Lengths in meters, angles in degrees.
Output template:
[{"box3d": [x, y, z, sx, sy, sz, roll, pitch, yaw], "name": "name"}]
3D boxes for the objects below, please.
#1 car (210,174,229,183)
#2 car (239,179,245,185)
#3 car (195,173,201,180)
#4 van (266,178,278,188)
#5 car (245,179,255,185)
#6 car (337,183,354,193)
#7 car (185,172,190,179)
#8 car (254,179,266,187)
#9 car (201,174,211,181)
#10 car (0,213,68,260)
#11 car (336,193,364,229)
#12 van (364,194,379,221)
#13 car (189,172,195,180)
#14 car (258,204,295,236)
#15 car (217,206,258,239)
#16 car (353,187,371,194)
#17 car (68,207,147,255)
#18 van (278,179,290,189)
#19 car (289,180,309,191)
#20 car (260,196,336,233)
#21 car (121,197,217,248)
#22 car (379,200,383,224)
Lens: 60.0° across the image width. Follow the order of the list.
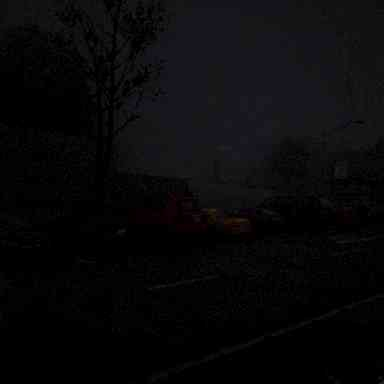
[{"box3d": [7.392, -3.176, 83.599, 1.946, 1.575, 5.366, 7, 3, 34], "name": "car"}, {"box3d": [12.462, -2.317, 76.065, 2.002, 1.452, 4.674, 7, 3, 35], "name": "car"}, {"box3d": [3.769, -3.850, 88.342, 2.185, 1.767, 4.553, 6, 3, 34], "name": "car"}, {"box3d": [17.574, -1.764, 68.527, 1.878, 1.987, 4.442, 7, 4, 35], "name": "van"}, {"box3d": [14.192, -2.043, 73.595, 2.002, 1.452, 4.674, 7, 4, 35], "name": "car"}, {"box3d": [26.216, -0.426, 56.267, 2.435, 2.045, 5.566, 7, 3, 35], "name": "car"}, {"box3d": [0.290, -4.362, 93.176, 2.435, 2.045, 5.566, 1, -1, 35], "name": "car"}, {"box3d": [16.013, -1.812, 71.266, 1.946, 1.575, 5.366, 7, 3, 35], "name": "car"}, {"box3d": [5.551, -3.698, 85.867, 2.435, 2.045, 5.566, 7, 4, 34], "name": "car"}, {"box3d": [-6.874, 1.493, 11.628, 4.892, 1.521, 2.231, -1, -1, 35], "name": "car"}, {"box3d": [7.907, 1.267, 21.967, 5.566, 2.045, 2.435, -1, -1, 35], "name": "car"}, {"box3d": [10.453, 1.297, 23.625, 4.442, 1.987, 1.878, -1, -1, 35], "name": "van"}, {"box3d": [2.051, -4.085, 90.820, 2.185, 1.767, 4.553, 4, 1, 34], "name": "car"}, {"box3d": [2.950, 1.549, 18.528, 4.674, 1.452, 2.002, -1, -1, 35], "name": "car"}, {"box3d": [0.336, 1.503, 16.913, 5.366, 1.575, 1.946, -1, -1, 35], "name": "car"}, {"box3d": [27.895, 0.137, 53.787, 2.002, 1.452, 4.674, 7, 3, 35], "name": "car"}, {"box3d": [-4.446, 1.524, 13.363, 4.792, 1.488, 2.163, -1, -1, 35], "name": "car"}, {"box3d": [19.292, -1.490, 66.048, 1.878, 1.987, 4.442, 7, 4, 35], "name": "van"}, {"box3d": [21.040, -0.992, 63.677, 2.231, 1.521, 4.892, 7, 3, 35], "name": "car"}, {"box3d": [5.385, 1.263, 20.274, 5.566, 2.045, 2.435, -1, -1, 35], "name": "car"}, {"box3d": [-1.993, 1.248, 15.096, 5.566, 2.045, 2.435, -1, -1, 35], "name": "car"}, {"box3d": [12.870, 1.403, 25.364, 4.553, 1.767, 2.185, -1, -1, 36], "name": "car"}]
